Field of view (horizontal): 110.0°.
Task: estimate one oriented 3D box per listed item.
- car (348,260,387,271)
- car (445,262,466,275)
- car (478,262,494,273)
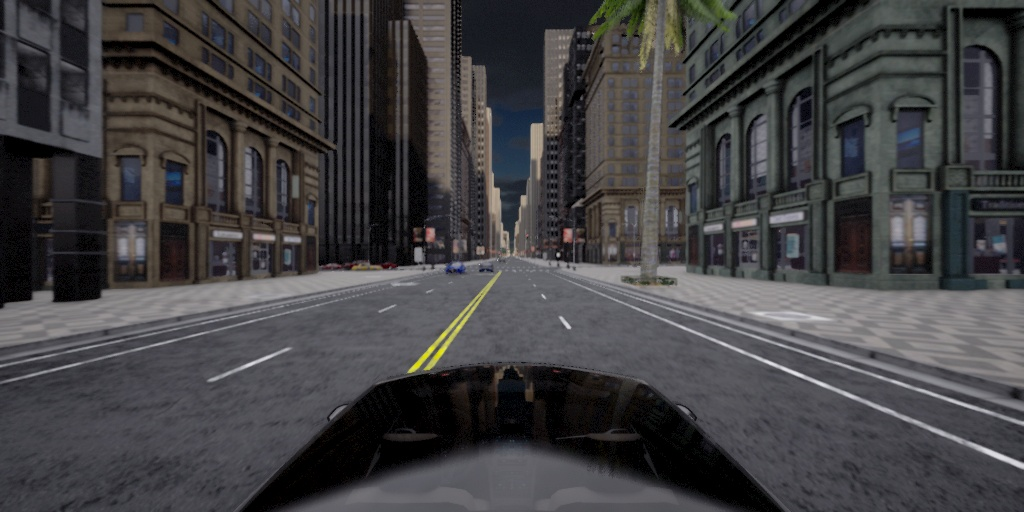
[{"bbox_3d":[-23.848,1.846,59.329,4.829,1.417,1.751,0,0,0],"label":"car"},{"bbox_3d":[-6.586,1.408,42.250,1.882,1.535,5.008,0,-1,0],"label":"car"},{"bbox_3d":[-3.302,1.499,47.292,2.033,1.411,5.357,0,0,0],"label":"car"}]
